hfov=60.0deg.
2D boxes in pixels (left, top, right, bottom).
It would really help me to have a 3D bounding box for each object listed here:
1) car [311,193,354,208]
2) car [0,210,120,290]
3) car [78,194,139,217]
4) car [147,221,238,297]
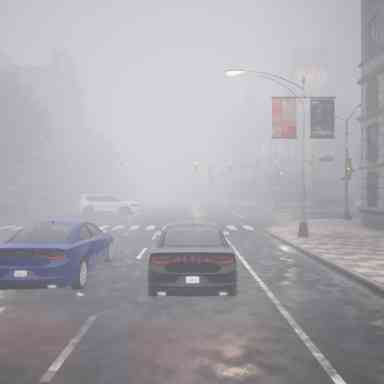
[{"bbox_3d":[19.583,1.221,46.347,5.566,2.045,2.150,0,0,0],"label":"car"},{"bbox_3d":[-3.489,1.478,9.118,1.882,1.535,5.008,0,0,-2],"label":"car"},{"bbox_3d":[-7.761,1.222,31.053,5.566,2.045,2.150,0,0,0],"label":"car"},{"bbox_3d":[0.007,1.478,8.651,1.882,1.535,5.008,0,0,0],"label":"car"}]
